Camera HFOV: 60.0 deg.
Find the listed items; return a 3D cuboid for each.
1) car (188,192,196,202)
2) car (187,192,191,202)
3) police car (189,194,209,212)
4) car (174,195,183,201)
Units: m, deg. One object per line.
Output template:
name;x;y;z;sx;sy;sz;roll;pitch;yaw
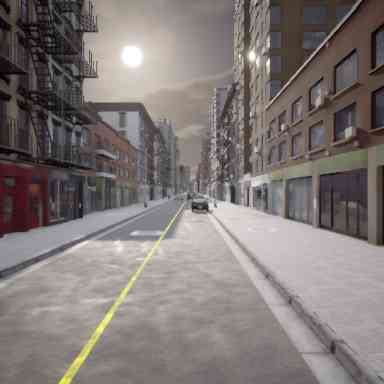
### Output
car;0.899;1.307;48.296;2.097;1.767;4.553;0;0;0
car;0.000;1.000;75.092;2.150;2.045;5.566;0;0;0
police car;0.900;1.396;38.436;1.930;1.638;5.238;0;0;0
car;-3.001;1.442;76.737;1.994;1.385;4.181;0;0;0
